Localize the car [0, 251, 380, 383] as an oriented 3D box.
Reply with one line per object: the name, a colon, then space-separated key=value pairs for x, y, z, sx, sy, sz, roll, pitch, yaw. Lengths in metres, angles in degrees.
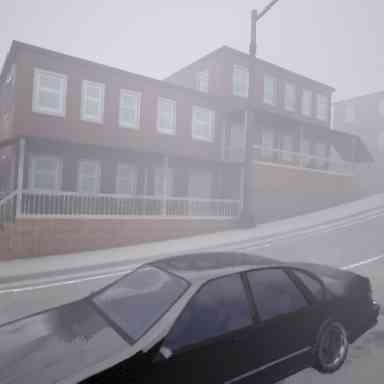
car: x=0.119 y=1.524 z=4.044 sx=5.357 sy=1.411 sz=2.033 roll=-1 pitch=1 yaw=-33
